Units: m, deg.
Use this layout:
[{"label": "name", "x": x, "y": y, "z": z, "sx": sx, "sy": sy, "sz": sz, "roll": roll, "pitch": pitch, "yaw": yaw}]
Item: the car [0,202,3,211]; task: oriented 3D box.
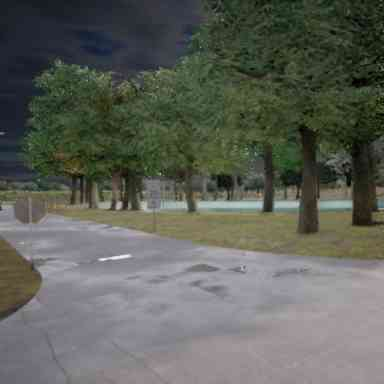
[{"label": "car", "x": -26.529, "y": 1.785, "z": 44.404, "sx": 2.128, "sy": 1.511, "sz": 4.902, "roll": -2, "pitch": 1, "yaw": -35}]
